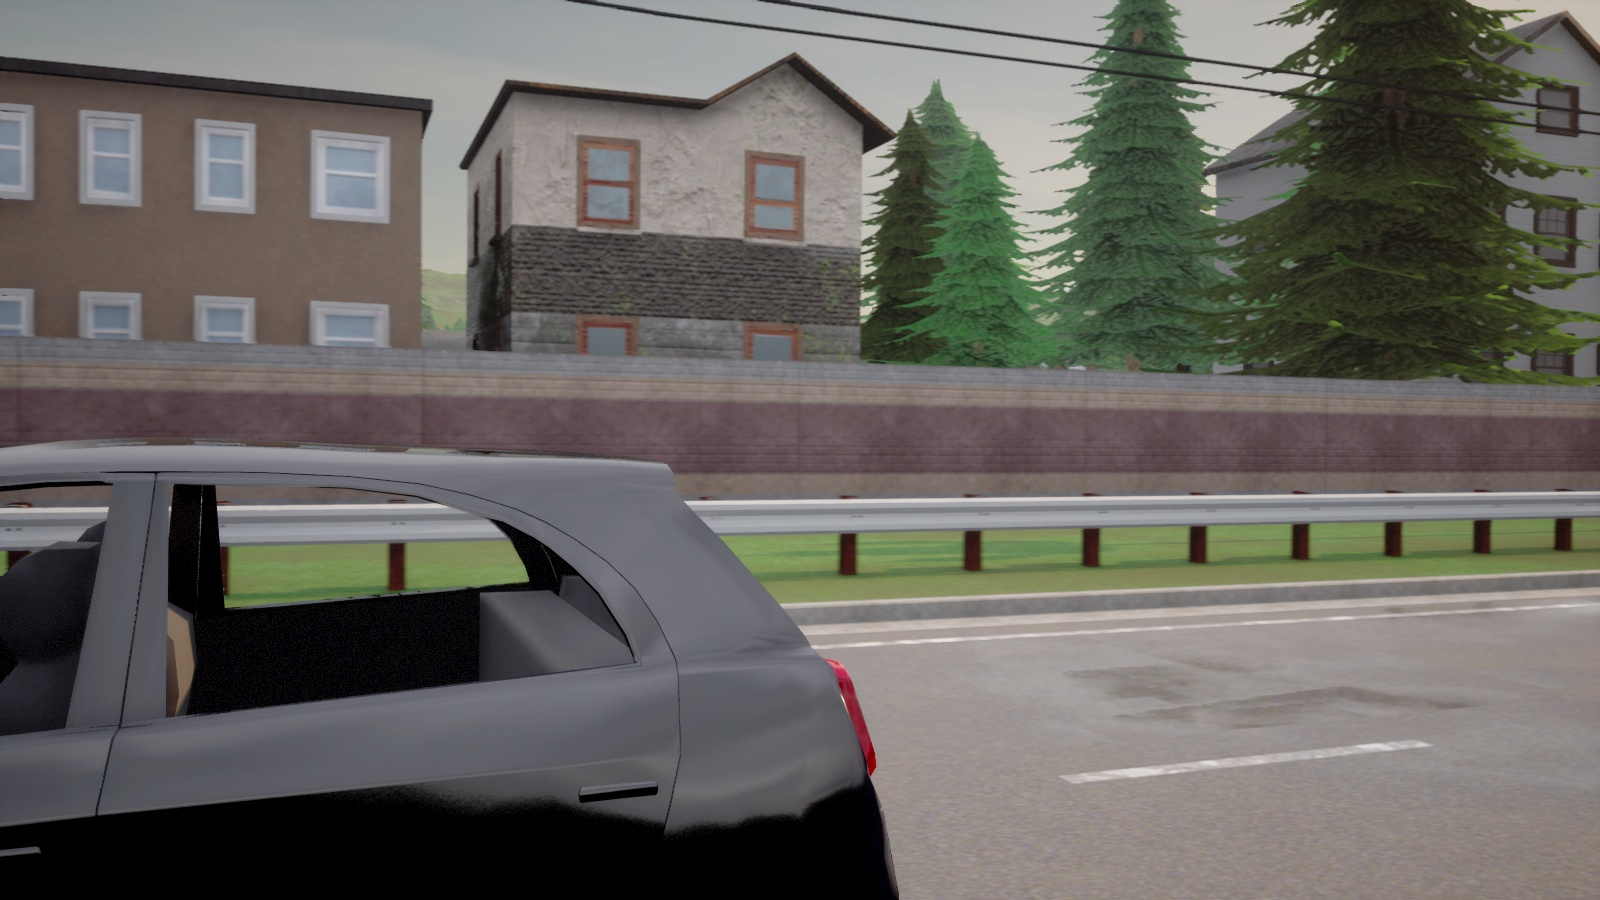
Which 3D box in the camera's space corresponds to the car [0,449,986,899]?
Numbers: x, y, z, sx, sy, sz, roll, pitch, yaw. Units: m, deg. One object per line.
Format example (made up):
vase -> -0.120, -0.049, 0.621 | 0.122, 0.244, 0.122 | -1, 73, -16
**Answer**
car -> -1.672, 0.788, 2.604 | 3.633, 1.501, 1.845 | -1, 1, -21
